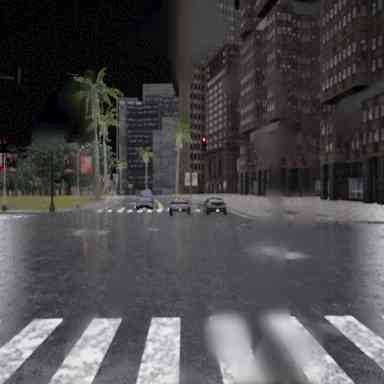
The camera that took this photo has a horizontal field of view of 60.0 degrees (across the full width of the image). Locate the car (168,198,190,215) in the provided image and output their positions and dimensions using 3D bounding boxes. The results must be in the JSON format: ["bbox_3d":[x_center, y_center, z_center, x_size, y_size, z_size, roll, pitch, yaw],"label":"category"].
[{"bbox_3d":[-1.216,1.288,31.150,2.128,1.511,4.902,0,1,-4],"label":"car"}]

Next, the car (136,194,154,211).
[{"bbox_3d":[-5.193,1.268,37.083,2.033,1.411,5.357,0,1,-6],"label":"car"}]

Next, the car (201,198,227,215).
[{"bbox_3d":[2.039,1.303,31.241,1.837,1.490,4.892,0,1,-4],"label":"car"}]

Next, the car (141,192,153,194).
[{"bbox_3d":[-7.068,1.114,53.356,1.895,1.301,4.718,0,1,-8],"label":"car"}]

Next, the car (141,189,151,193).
[{"bbox_3d":[-9.297,0.530,68.279,2.150,2.045,5.566,0,2,-10],"label":"car"}]
